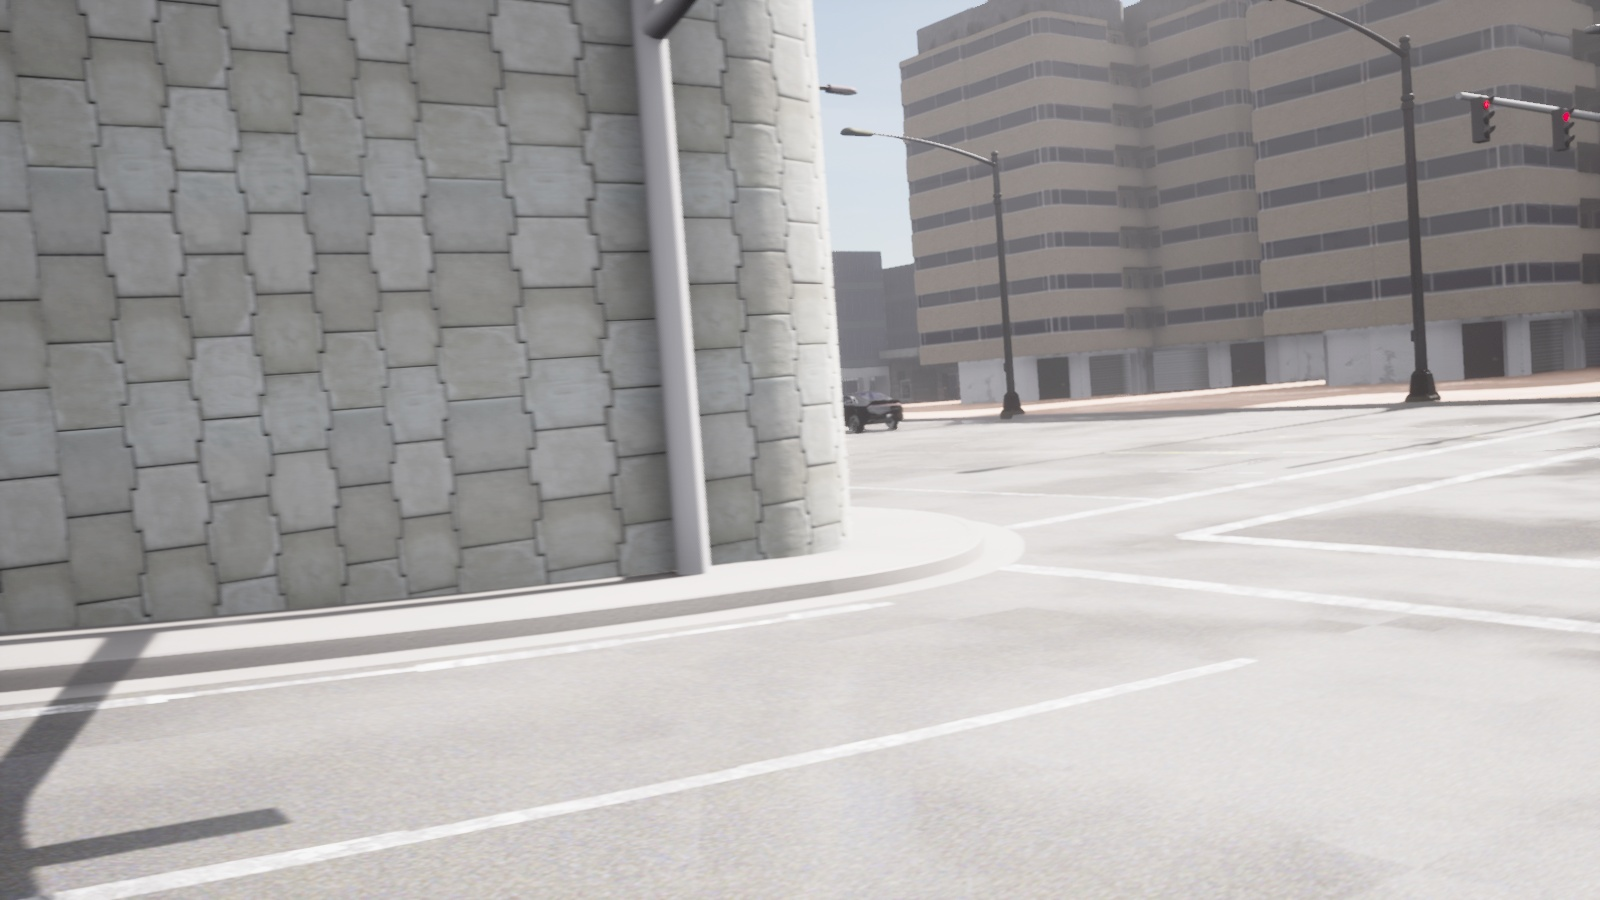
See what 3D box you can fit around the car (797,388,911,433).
[{"bbox_3d":[2.036,-1.512,49.129,2.128,1.511,4.902,-6,3,-29],"label":"car"}]
